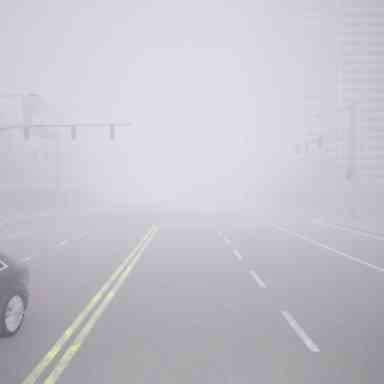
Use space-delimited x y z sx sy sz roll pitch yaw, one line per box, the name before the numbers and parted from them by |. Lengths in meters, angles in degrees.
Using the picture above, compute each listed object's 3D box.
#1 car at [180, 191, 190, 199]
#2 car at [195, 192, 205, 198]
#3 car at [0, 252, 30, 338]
car | -1.633 0.496 76.563 2.097 1.767 4.553 -1 1 -1
car | 1.867 0.619 76.671 1.812 1.442 4.674 -1 1 -1
car | -3.628 1.514 3.760 1.837 1.490 4.892 -1 1 -1
